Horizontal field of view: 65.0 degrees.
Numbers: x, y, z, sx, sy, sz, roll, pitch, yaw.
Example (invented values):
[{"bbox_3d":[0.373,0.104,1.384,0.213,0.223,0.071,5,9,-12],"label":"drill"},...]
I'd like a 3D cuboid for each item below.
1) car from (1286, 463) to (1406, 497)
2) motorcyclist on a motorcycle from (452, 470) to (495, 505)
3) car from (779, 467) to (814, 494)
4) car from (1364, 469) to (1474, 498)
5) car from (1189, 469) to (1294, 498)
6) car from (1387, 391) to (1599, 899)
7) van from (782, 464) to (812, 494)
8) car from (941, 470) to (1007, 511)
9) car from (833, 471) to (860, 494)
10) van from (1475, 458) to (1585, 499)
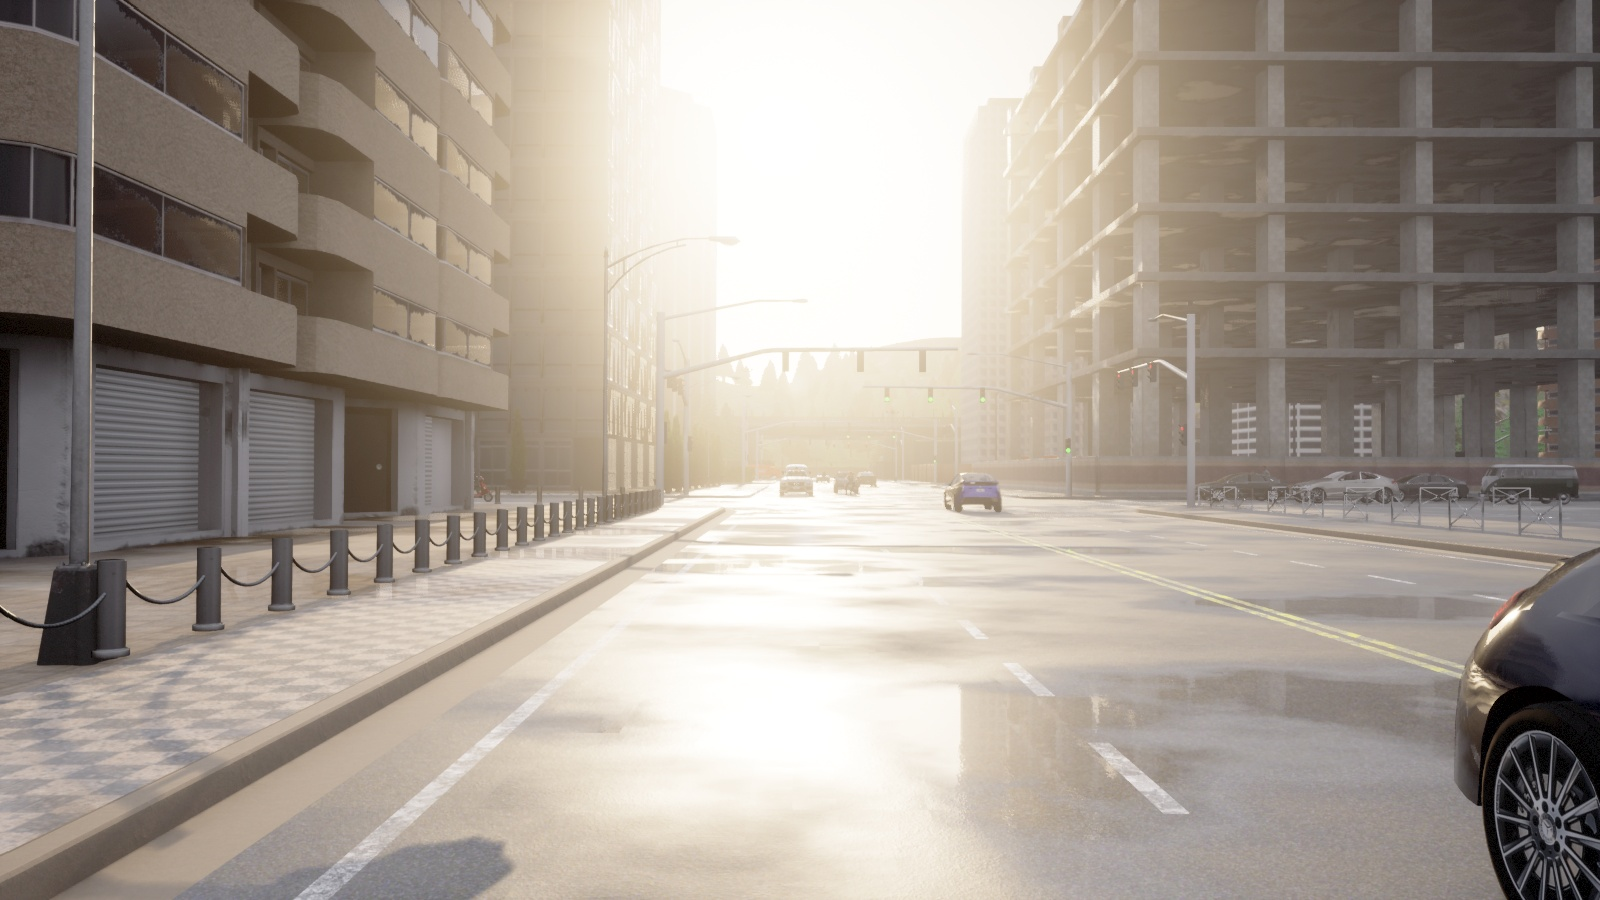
[{"bbox_3d":[27.222,1.480,62.726,5.027,1.651,2.152,0,-1,0],"label":"car"},{"bbox_3d":[-15.234,1.756,58.636,1.817,1.590,0.866,0,-1,0],"label":"motorcyclist on a motorcycle"},{"bbox_3d":[-0.211,1.928,79.617,2.152,1.651,5.027,0,-1,0],"label":"car"},{"bbox_3d":[32.643,1.743,66.259,4.892,1.490,1.837,0,-1,-1],"label":"car"},{"bbox_3d":[23.227,1.780,66.199,4.892,1.490,1.837,0,-1,0],"label":"car"},{"bbox_3d":[3.492,0.623,2.625,2.152,1.651,5.027,0,-1,0],"label":"car"},{"bbox_3d":[-0.235,2.027,88.835,2.069,2.038,4.480,0,-1,0],"label":"van"},{"bbox_3d":[6.868,1.562,49.997,2.007,1.525,4.514,0,-1,0],"label":"car"},{"bbox_3d":[3.265,2.267,88.743,1.789,1.549,3.705,0,-1,0],"label":"car"},{"bbox_3d":[36.441,1.418,62.785,4.442,1.987,1.775,0,-1,0],"label":"van"}]
